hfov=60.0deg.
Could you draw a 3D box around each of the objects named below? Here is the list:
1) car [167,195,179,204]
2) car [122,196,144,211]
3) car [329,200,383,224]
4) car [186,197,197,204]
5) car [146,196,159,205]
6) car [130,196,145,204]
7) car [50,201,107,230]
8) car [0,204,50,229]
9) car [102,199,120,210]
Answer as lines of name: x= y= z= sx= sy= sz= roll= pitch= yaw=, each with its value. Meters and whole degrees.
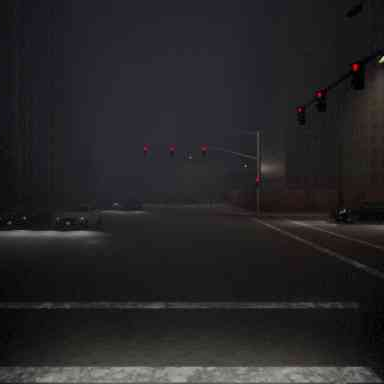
car: x=-3.627 y=1.352 z=64.942 sx=2.097 sy=1.767 sz=4.553 roll=0 pitch=0 yaw=0
car: x=-7.158 y=1.526 z=40.577 sx=1.812 sy=1.442 sz=4.674 roll=0 pitch=0 yaw=-1
car: x=12.366 y=1.352 z=23.919 sx=4.553 sy=1.767 sz=2.097 roll=0 pitch=0 yaw=0
car: x=-0.127 y=1.564 z=64.979 sx=1.994 sy=1.385 sz=4.181 roll=0 pitch=0 yaw=0
car: x=-7.164 y=1.525 z=60.222 sx=1.812 sy=1.442 sz=4.674 roll=0 pitch=0 yaw=0
car: x=-10.632 y=1.547 z=64.733 sx=2.033 sy=1.411 sz=5.357 roll=0 pitch=0 yaw=0
car: x=-7.142 y=1.525 z=21.478 sx=1.812 sy=1.442 sz=4.674 roll=0 pitch=0 yaw=0
car: x=-10.643 y=1.525 z=21.733 sx=1.812 sy=1.442 sz=4.674 roll=0 pitch=0 yaw=0
car: x=-10.683 y=1.547 z=42.796 sx=2.033 sy=1.411 sz=5.357 roll=0 pitch=0 yaw=0
